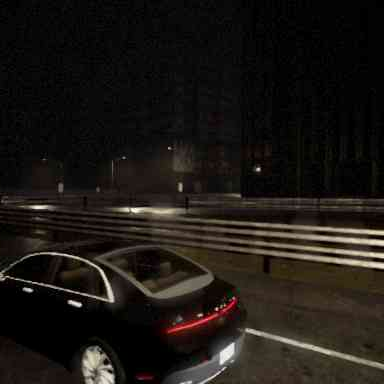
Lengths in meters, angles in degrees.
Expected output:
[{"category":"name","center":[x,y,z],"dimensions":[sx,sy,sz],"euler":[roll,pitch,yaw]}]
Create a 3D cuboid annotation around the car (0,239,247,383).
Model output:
[{"category":"car","center":[-1.595,1.485,5.005],"dimensions":[4.892,1.490,1.837],"euler":[0,0,35]}]
